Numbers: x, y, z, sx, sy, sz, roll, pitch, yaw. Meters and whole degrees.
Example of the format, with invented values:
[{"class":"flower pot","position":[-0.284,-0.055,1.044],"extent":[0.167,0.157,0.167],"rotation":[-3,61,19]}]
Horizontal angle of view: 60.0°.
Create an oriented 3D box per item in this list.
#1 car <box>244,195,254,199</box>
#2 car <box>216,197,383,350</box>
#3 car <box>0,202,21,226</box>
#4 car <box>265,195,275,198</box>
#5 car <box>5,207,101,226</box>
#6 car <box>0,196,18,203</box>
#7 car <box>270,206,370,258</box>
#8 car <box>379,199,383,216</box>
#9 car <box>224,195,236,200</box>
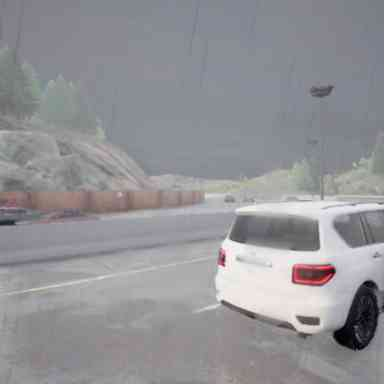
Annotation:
[{"class":"car","position":[10.762,1.280,62.589],"extent":[1.812,1.442,4.674],"rotation":[0,0,7]},{"class":"car","position":[2.918,1.185,6.454],"extent":[5.566,2.045,2.150],"rotation":[-1,0,-40]},{"class":"car","position":[-10.598,1.539,18.192],"extent":[4.902,1.511,2.128],"rotation":[-1,0,-39]},{"class":"car","position":[12.752,1.284,54.361],"extent":[1.812,1.442,4.674],"rotation":[0,0,15]},{"class":"car","position":[-6.738,1.581,16.832],"extent":[4.181,1.385,1.994],"rotation":[-1,0,-40]},{"class":"car","position":[-13.466,1.288,20.298],"extent":[5.566,2.045,2.150],"rotation":[-1,0,-38]},{"class":"car","position":[5.330,1.428,13.447],"extent":[4.892,1.490,1.837],"rotation":[-1,0,-44]},{"class":"car","position":[18.139,1.373,30.183],"extent":[1.895,1.301,4.718],"rotation":[0,0,30]},{"class":"car","position":[7.115,1.296,61.860],"extent":[1.837,1.490,4.892],"rotation":[0,0,9]}]
